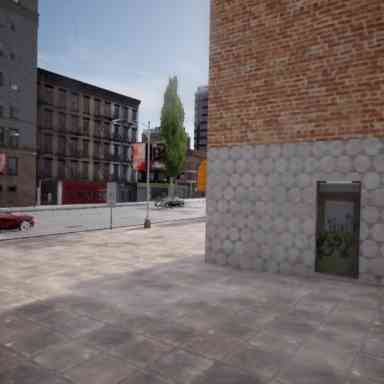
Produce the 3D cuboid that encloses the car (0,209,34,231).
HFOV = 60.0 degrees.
[{"bbox_3d":[-11.990,1.651,19.773,1.882,1.535,5.008,2,1,35],"label":"car"}]

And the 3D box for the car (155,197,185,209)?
[{"bbox_3d":[-2.925,1.405,44.161,2.128,1.511,4.902,2,1,35],"label":"car"}]
